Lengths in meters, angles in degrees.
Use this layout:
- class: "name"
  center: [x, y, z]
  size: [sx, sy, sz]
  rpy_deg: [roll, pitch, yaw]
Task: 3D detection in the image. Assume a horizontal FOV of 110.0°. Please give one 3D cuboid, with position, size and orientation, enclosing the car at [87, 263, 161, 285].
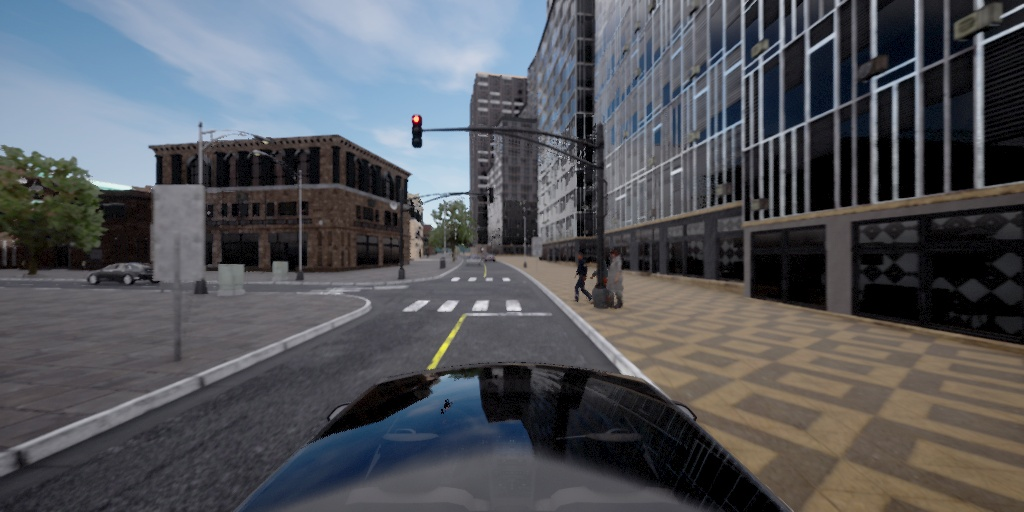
- class: "car"
  center: [-24.319, 1.087, 22.640]
  size: [4.403, 1.370, 2.007]
  rpy_deg: [0, 0, 9]

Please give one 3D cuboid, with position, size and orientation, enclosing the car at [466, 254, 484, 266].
- class: "car"
  center: [-4.989, 0.643, 46.894]
  size: [1.895, 1.301, 4.718]
  rpy_deg: [0, 1, -5]

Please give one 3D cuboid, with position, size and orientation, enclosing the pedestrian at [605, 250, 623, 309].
- class: "pedestrian"
  center: [3.308, 0.737, 11.411]
  size: [0.375, 1.860, 0.375]
  rpy_deg: [1, 0, -1]

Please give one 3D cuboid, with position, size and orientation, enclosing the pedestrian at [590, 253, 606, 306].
- class: "pedestrian"
  center: [2.999, 0.725, 12.223]
  size: [0.375, 1.860, 0.375]
  rpy_deg: [1, 0, -1]

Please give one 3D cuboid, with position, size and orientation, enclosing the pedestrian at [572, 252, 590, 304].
- class: "pedestrian"
  center: [2.434, 0.718, 12.706]
  size: [0.375, 1.860, 0.375]
  rpy_deg: [1, 0, -1]

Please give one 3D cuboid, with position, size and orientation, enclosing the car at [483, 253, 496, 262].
- class: "car"
  center: [-3.814, 0.345, 62.348]
  size: [2.033, 1.411, 5.357]
  rpy_deg: [0, 1, -7]
